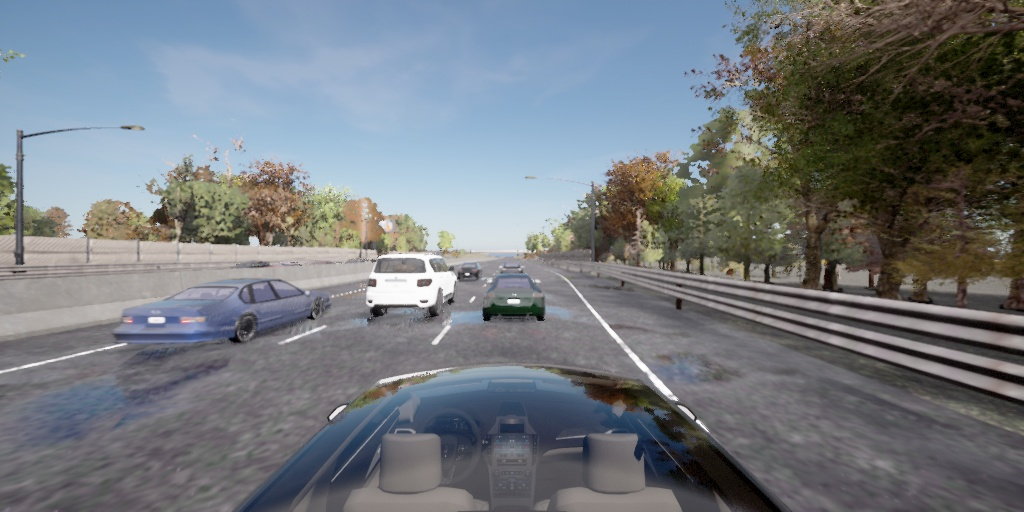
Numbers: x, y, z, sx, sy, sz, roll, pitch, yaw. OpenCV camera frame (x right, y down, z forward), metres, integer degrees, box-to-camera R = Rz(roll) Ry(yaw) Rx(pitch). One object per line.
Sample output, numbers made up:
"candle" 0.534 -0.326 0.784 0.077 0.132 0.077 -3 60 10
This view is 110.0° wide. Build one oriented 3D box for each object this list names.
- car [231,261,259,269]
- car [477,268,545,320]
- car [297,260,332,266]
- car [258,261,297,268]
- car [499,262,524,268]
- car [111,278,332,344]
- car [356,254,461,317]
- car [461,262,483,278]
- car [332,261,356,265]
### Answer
"car" -28.168 1.254 38.893 1.837 1.490 4.892 0 0 -1
"car" 0.048 1.309 12.618 1.994 1.385 4.181 0 0 0
"car" -21.246 1.227 39.918 1.882 1.535 5.008 0 0 0
"car" -24.745 1.350 38.998 1.895 1.301 4.718 0 0 0
"car" -0.021 1.235 29.526 2.128 1.511 4.902 0 0 0
"car" -6.943 1.295 9.512 2.033 1.411 5.357 0 0 0
"car" -3.452 0.967 13.325 2.150 2.045 5.566 0 0 0
"car" -3.534 1.269 30.544 1.812 1.442 4.674 0 0 0
"car" -17.748 1.254 40.222 1.837 1.490 4.892 0 0 0
